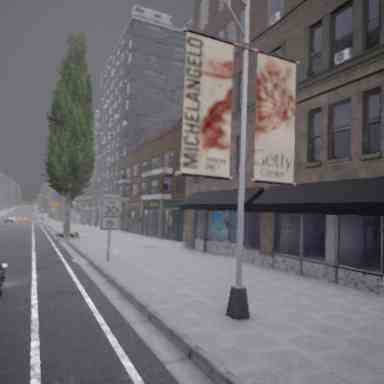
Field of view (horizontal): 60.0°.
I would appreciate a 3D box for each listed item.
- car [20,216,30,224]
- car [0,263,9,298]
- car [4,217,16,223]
[{"bbox_3d":[-38.895,6.442,77.472,2.097,1.767,4.553,4,-6,-25],"label":"car"},{"bbox_3d":[-4.890,1.861,6.626,2.033,1.411,5.357,4,-5,-25],"label":"car"},{"bbox_3d":[-41.856,6.480,76.110,1.895,1.301,4.718,4,-6,-25],"label":"car"}]
